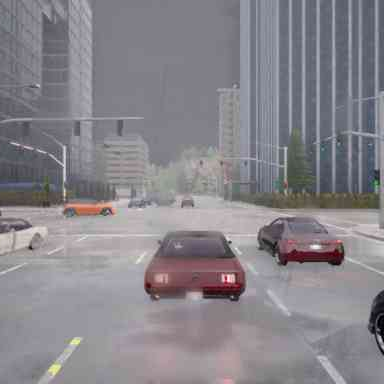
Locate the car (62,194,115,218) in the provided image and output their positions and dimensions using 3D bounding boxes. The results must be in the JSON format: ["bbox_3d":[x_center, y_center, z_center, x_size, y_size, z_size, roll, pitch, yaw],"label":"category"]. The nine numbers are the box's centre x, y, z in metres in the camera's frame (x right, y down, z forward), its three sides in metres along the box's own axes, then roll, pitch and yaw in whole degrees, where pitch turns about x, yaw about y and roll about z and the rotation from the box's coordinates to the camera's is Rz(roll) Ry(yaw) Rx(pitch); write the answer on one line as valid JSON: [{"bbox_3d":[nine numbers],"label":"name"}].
[{"bbox_3d":[-9.257,1.351,30.021,4.553,1.767,2.097,0,0,-20],"label":"car"}]

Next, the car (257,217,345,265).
[{"bbox_3d":[3.576,1.564,11.627,1.994,1.385,4.181,0,0,0],"label":"car"}]

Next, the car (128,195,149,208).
[{"bbox_3d":[-7.796,1.526,47.443,1.812,1.442,4.674,0,0,1],"label":"car"}]

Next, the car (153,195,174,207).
[{"bbox_3d":[-4.353,1.547,51.544,2.033,1.411,5.357,0,0,-1],"label":"car"}]

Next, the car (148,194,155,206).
[{"bbox_3d":[-7.914,1.505,56.697,1.837,1.490,4.892,0,0,-1],"label":"car"}]

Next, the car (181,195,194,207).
[{"bbox_3d":[-0.673,1.526,52.373,1.812,1.442,4.674,0,0,-1],"label":"car"}]

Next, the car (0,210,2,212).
[{"bbox_3d":[-16.725,1.478,24.620,5.008,1.535,1.882,0,0,0],"label":"car"}]

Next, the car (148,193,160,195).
[{"bbox_3d":[-8.005,1.221,67.103,2.150,2.045,5.566,0,0,-1],"label":"car"}]

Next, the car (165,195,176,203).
[{"bbox_3d":[-4.556,1.525,71.826,2.128,1.511,4.902,0,0,-1],"label":"car"}]

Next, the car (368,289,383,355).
[{"bbox_3d":[3.608,1.564,3.216,1.994,1.385,4.181,0,0,-1],"label":"car"}]

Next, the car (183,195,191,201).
[{"bbox_3d":[-1.300,1.553,88.541,1.994,1.385,4.181,0,0,-1],"label":"car"}]

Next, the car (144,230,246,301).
[{"bbox_3d":[0.070,1.601,8.268,1.895,1.301,4.718,0,0,0],"label":"car"}]

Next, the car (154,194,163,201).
[{"bbox_3d":[-8.195,1.347,81.315,1.882,1.535,5.008,0,0,-1],"label":"car"}]

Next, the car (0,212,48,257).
[{"bbox_3d":[-6.935,1.601,11.463,1.895,1.301,4.718,0,0,2],"label":"car"}]
